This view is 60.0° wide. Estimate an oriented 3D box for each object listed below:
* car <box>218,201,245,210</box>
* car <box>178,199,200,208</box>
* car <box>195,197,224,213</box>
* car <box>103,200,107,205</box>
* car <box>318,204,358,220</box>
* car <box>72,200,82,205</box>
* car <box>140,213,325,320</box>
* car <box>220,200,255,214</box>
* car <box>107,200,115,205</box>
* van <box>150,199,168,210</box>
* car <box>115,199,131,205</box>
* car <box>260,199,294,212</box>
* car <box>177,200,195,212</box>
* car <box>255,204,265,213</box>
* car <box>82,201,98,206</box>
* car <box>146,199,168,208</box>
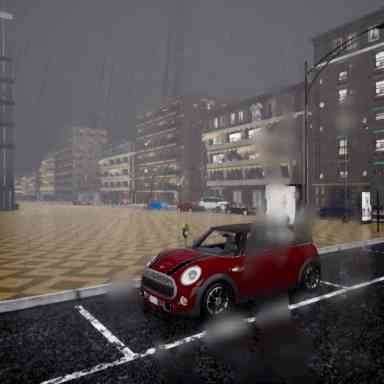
[{"bbox_3d":[6.096,2.097,52.067,1.802,1.307,4.206,-2,0,-36],"label":"car"},{"bbox_3d":[-0.507,2.119,61.039,1.967,1.590,4.097,-2,0,-36],"label":"car"},{"bbox_3d":[3.310,1.732,45.931,2.150,2.045,5.566,-1,0,-36],"label":"car"},{"bbox_3d":[-23.397,2.798,92.593,1.887,1.381,4.507,-2,0,-36],"label":"car"},{"bbox_3d":[13.990,1.809,31.204,1.994,1.385,4.181,-1,0,-36],"label":"car"},{"bbox_3d":[-30.181,2.862,87.673,1.887,1.381,4.507,-2,0,-36],"label":"car"},{"bbox_3d":[0.918,1.440,7.228,4.097,1.590,1.967,0,0,-36],"label":"car"},{"bbox_3d":[5.683,1.969,38.007,2.008,1.369,4.403,-2,0,-36],"label":"car"},{"bbox_3d":[-20.127,2.737,88.085,1.947,1.339,4.313,-2,0,-36],"label":"car"},{"bbox_3d":[-5.330,2.035,53.357,1.690,1.788,3.998,-2,0,-36],"label":"van"},{"bbox_3d":[-16.860,2.529,83.577,1.967,1.590,4.097,-2,0,-36],"label":"car"},{"bbox_3d":[11.361,1.824,44.889,1.967,1.590,4.097,-2,0,-36],"label":"car"},{"bbox_3d":[-0.403,2.115,46.476,1.887,1.381,4.507,-2,0,-36],"label":"car"},{"bbox_3d":[8.954,1.887,33.499,2.008,1.369,4.403,-2,0,-36],"label":"car"},{"bbox_3d":[-23.641,2.704,78.657,2.008,1.369,4.403,-2,0,-36],"label":"car"},{"bbox_3d":[-6.285,1.970,59.325,1.837,1.490,4.892,-1,-1,-36],"label":"car"}]
